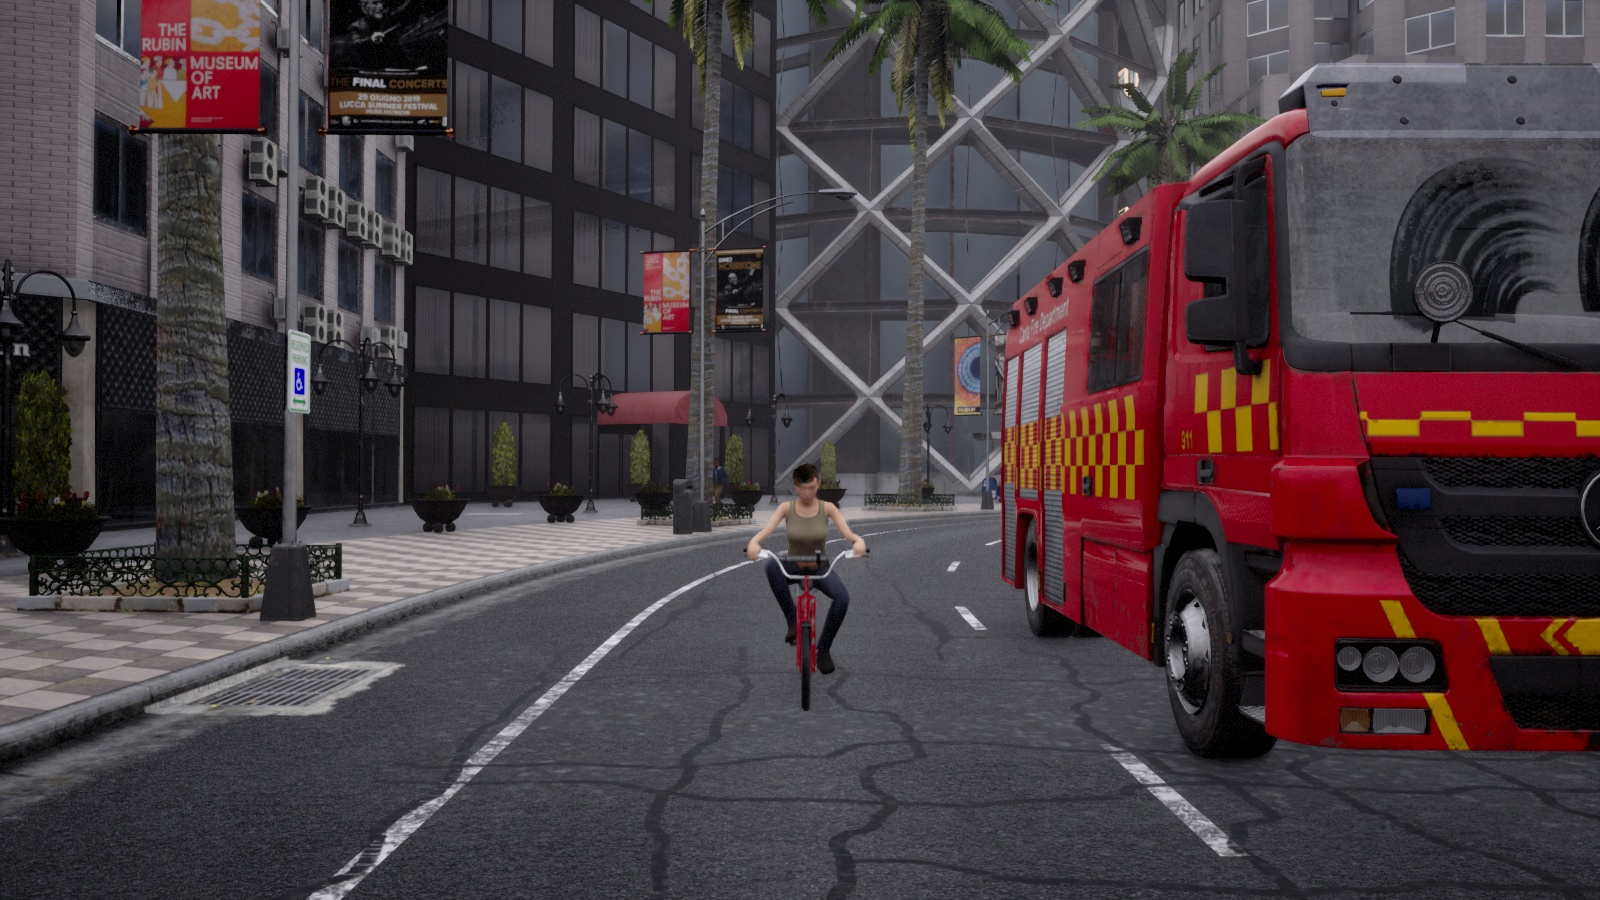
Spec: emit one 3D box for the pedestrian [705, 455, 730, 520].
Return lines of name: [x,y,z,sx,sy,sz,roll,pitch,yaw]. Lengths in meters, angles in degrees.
pedestrian: [-2.504,1.119,38.073,0.423,1.949,0.788,-1,-1,25]

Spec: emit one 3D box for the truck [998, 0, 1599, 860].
truck: [3.555,-0.209,9.273,2.891,3.827,8.468,0,-1,1]

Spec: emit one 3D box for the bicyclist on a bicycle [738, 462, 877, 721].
bicyclist on a bicycle: [0.052,0.895,8.611,0.866,1.612,1.509,0,-1,1]
